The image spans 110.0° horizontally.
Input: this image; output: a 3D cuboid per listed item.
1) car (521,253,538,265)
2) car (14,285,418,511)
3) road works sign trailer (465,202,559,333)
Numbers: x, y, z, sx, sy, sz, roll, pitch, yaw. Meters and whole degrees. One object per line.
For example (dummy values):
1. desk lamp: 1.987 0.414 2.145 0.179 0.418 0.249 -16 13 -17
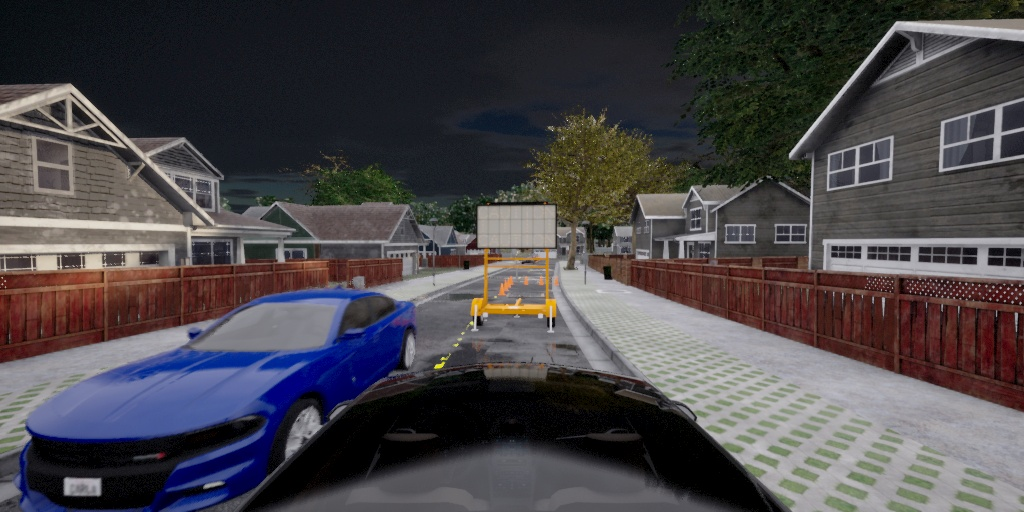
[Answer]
1. car: 2.553 0.711 55.939 1.994 1.385 4.181 0 1 8
2. car: -2.741 1.222 4.826 1.882 1.535 5.008 0 0 1
3. road works sign trailer: 0.144 0.191 10.788 2.380 3.560 2.880 0 0 5
